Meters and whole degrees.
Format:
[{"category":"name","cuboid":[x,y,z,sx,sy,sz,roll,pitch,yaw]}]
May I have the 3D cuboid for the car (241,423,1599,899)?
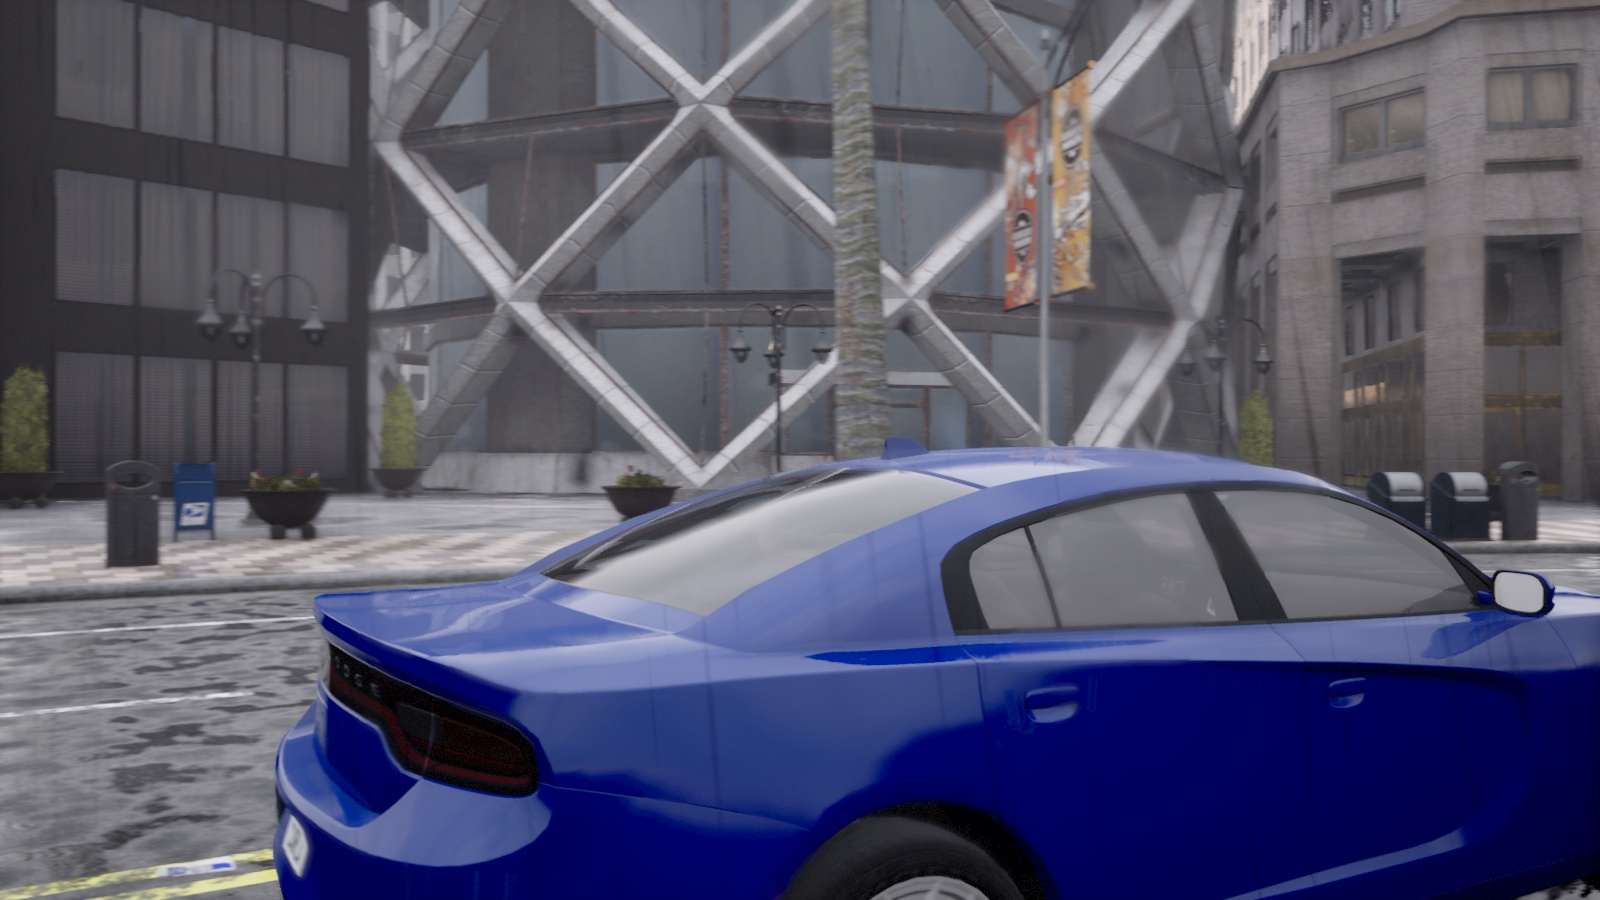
[{"category":"car","cuboid":[1.020,0.726,4.064,5.008,1.535,1.882,0,0,-30]}]
